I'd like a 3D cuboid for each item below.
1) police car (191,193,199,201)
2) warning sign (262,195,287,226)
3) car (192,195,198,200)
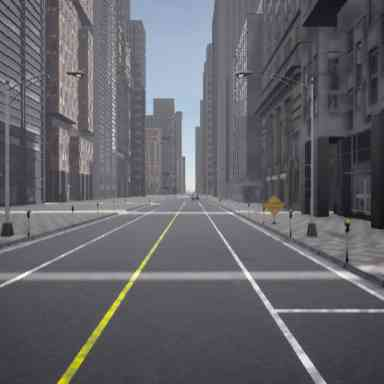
[{"bbox_3d":[0.900,1.500,85.668,1.930,1.638,5.238,0,0,0],"label":"police car"},{"bbox_3d":[5.070,1.102,20.555,1.300,1.860,1.060,0,0,0],"label":"warning sign"},{"bbox_3d":[0.900,1.623,95.558,1.812,1.442,4.674,0,0,0],"label":"car"}]
